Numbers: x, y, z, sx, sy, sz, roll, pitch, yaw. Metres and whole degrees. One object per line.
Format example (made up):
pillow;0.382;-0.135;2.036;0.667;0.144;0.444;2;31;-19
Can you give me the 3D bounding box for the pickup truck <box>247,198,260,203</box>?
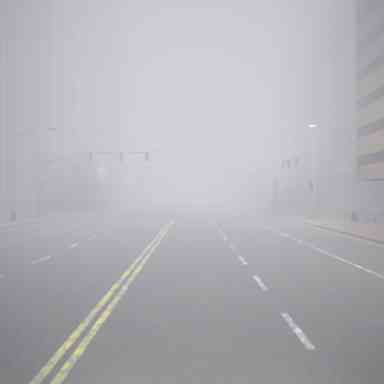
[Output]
pickup truck;16.601;1.892;87.903;2.390;2.098;6.274;0;-1;30
